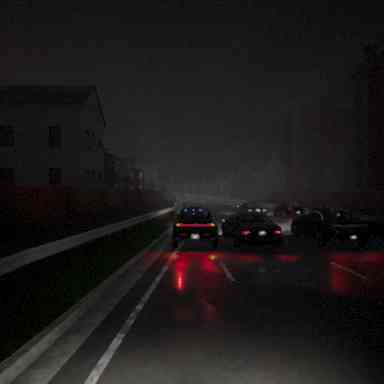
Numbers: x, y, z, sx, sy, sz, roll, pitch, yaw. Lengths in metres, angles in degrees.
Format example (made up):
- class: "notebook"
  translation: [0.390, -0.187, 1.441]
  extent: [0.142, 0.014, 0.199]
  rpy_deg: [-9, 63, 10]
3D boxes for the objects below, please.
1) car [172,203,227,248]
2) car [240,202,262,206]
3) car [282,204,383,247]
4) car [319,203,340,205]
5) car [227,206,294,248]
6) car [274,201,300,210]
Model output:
- class: "car"
  translation: [0.145, 1.437, 14.677]
  extent: [2.128, 1.511, 4.902]
  rpy_deg: [0, 0, 1]
- class: "car"
  translation: [5.276, 1.561, 29.934]
  extent: [2.033, 1.411, 5.357]
  rpy_deg: [0, 0, -3]
- class: "car"
  translation: [5.980, 1.492, 14.951]
  extent: [2.128, 1.511, 4.902]
  rpy_deg: [0, 0, -3]
- class: "car"
  translation: [12.267, 1.614, 30.293]
  extent: [1.895, 1.301, 4.718]
  rpy_deg: [0, 0, -3]
- class: "car"
  translation: [2.484, 1.560, 14.787]
  extent: [2.033, 1.411, 5.357]
  rpy_deg: [0, 0, -3]
- class: "car"
  translation: [8.772, 1.531, 30.099]
  extent: [1.812, 1.442, 4.674]
  rpy_deg: [0, 0, -3]
